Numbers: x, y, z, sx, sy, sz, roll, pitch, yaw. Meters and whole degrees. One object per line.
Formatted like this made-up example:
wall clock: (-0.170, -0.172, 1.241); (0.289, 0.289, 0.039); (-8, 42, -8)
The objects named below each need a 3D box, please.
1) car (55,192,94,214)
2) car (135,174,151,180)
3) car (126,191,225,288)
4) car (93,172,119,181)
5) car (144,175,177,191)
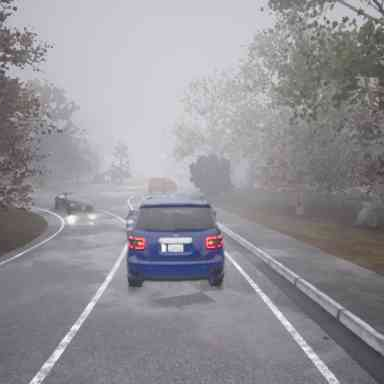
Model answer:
car: (-9.218, 0.761, 25.679); (1.812, 1.442, 4.674); (-4, 5, -38)
car: (-10.672, -3.371, 75.227); (5.008, 1.535, 1.882); (2, 5, 28)
car: (-0.444, 1.134, 9.239); (2.150, 2.045, 5.566); (0, 1, -3)
car: (-19.231, -3.513, 74.470); (5.566, 2.045, 2.150); (0, 5, 1)
car: (-3.721, -0.930, 42.815); (2.150, 2.045, 5.566); (1, 5, 16)
